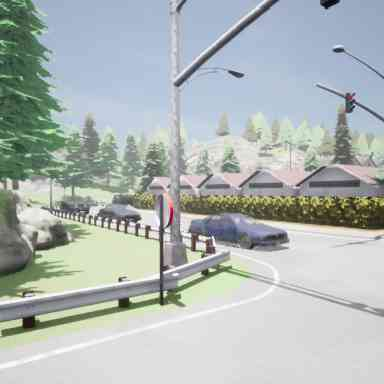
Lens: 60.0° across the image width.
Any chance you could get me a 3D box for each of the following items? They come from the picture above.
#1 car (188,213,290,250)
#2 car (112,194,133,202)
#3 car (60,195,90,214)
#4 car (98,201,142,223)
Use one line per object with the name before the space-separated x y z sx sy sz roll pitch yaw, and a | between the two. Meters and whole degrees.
car | 1.980 1.739 15.859 2.033 1.411 5.357 0 0 -37
car | -10.432 1.398 54.088 2.150 2.045 5.566 0 0 37
car | -13.223 1.409 37.376 2.150 2.045 5.566 0 0 -34
car | -6.007 1.739 27.085 2.033 1.411 5.357 0 0 -35
